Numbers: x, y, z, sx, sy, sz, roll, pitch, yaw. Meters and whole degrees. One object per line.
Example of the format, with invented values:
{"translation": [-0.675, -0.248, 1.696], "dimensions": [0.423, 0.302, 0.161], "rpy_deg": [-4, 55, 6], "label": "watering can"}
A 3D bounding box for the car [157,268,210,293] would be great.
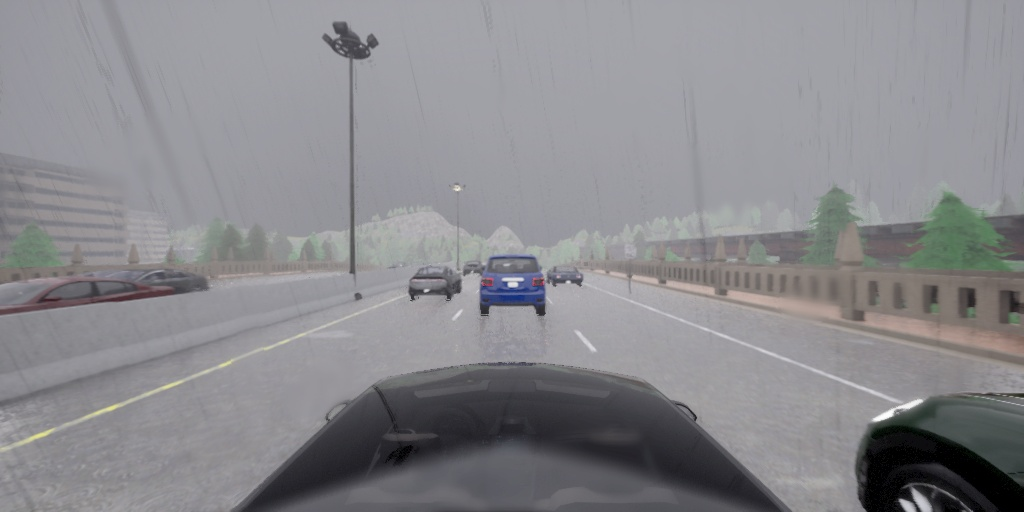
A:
{"translation": [-14.189, 1.243, 13.704], "dimensions": [2.128, 1.511, 4.902], "rpy_deg": [0, 0, 0], "label": "car"}

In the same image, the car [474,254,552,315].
{"translation": [0.008, 0.943, 13.487], "dimensions": [2.150, 2.045, 5.566], "rpy_deg": [0, 0, 0], "label": "car"}

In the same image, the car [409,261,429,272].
{"translation": [-14.500, 1.675, 55.953], "dimensions": [1.837, 1.490, 4.892], "rpy_deg": [0, -3, 0], "label": "car"}

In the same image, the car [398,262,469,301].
{"translation": [-3.524, 1.212, 17.149], "dimensions": [2.128, 1.511, 4.902], "rpy_deg": [0, 0, 0], "label": "car"}

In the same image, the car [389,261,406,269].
{"translation": [-18.003, 1.622, 57.368], "dimensions": [2.097, 1.767, 4.553], "rpy_deg": [0, -4, 0], "label": "car"}

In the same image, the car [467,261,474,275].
{"translation": [-3.674, 1.182, 35.393], "dimensions": [1.837, 1.490, 4.892], "rpy_deg": [0, 0, 0], "label": "car"}

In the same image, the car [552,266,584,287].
{"translation": [3.423, 1.290, 24.062], "dimensions": [1.895, 1.301, 4.718], "rpy_deg": [0, 0, 0], "label": "car"}

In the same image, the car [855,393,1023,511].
{"translation": [3.477, 1.097, 0.637], "dimensions": [2.097, 1.767, 4.553], "rpy_deg": [0, 0, 1], "label": "car"}

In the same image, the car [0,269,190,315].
{"translation": [-10.643, 1.234, 8.235], "dimensions": [1.882, 1.535, 5.008], "rpy_deg": [0, 0, 0], "label": "car"}
